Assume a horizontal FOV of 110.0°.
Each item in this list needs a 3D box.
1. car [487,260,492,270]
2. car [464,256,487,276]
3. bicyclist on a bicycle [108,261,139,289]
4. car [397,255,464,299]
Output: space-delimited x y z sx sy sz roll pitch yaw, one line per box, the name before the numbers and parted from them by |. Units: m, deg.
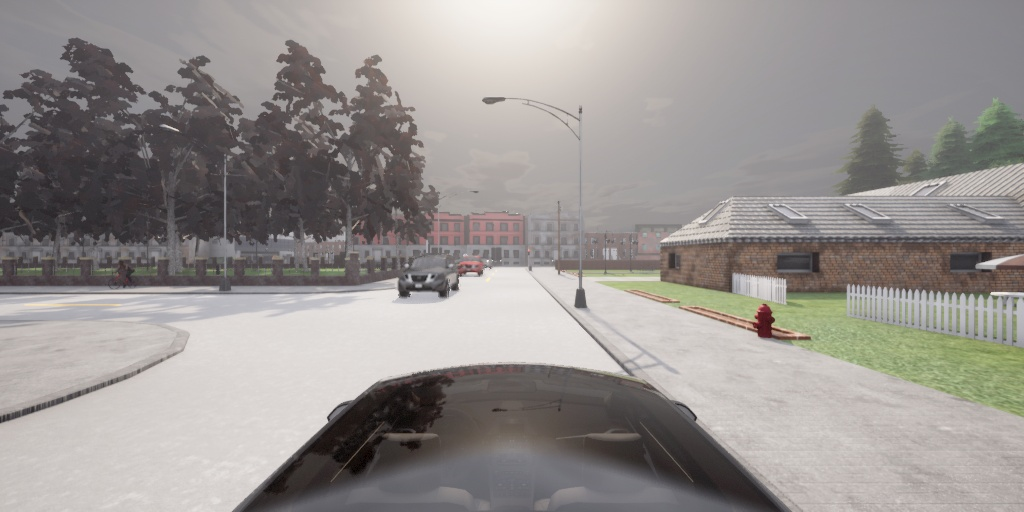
car | -4.000 1.325 53.980 1.994 1.385 4.181 0 0 0
car | -4.096 0.971 36.575 2.150 2.045 5.566 0 0 0
bicyclist on a bicycle | -22.639 1.099 20.917 0.582 1.620 1.656 0 0 0
car | -4.100 0.974 18.517 2.150 2.045 5.566 0 0 0
